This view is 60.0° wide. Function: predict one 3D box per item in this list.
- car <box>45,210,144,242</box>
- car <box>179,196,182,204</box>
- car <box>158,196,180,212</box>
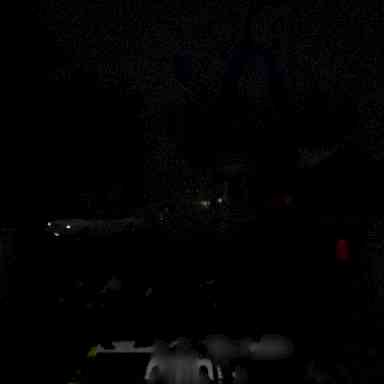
[{"bbox_3d":[-4.626,1.561,16.401,1.895,1.301,4.718,1,1,36],"label":"car"},{"bbox_3d":[-2.853,1.444,63.859,2.033,1.411,5.357,0,0,0],"label":"car"},{"bbox_3d":[-2.814,1.543,39.149,2.033,1.411,5.357,0,0,0],"label":"car"}]
